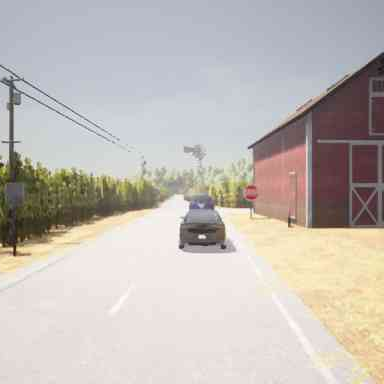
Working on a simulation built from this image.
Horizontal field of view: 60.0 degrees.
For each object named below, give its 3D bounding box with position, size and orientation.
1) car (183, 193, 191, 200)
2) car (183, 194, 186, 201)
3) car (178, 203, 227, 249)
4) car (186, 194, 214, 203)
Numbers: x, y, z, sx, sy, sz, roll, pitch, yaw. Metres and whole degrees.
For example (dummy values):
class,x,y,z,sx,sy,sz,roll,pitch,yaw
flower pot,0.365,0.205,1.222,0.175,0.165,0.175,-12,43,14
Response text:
class,x,y,z,sx,sy,sz,roll,pitch,yaw
car,-1.502,1.270,94.504,2.097,1.767,4.553,0,0,-3
car,-0.892,1.449,81.211,1.882,1.535,5.008,0,0,-3
car,0.468,1.482,14.544,1.882,1.535,5.008,0,0,2
car,0.801,1.255,29.619,2.150,2.045,5.566,0,0,0
